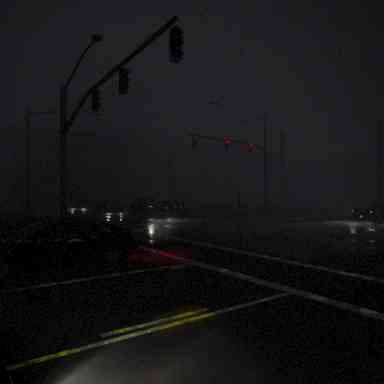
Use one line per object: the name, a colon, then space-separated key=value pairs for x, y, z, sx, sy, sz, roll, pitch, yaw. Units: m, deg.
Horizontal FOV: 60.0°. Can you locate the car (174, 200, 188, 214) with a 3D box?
car: x=-2.455 y=1.547 z=34.316 sx=2.033 sy=1.411 sz=5.357 roll=0 pitch=0 yaw=-33

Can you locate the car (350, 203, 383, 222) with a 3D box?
car: x=14.587 y=1.545 z=26.205 sx=4.718 sy=1.301 sz=1.895 roll=0 pitch=0 yaw=-33

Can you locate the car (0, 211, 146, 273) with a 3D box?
car: x=-4.039 y=1.505 z=9.665 sx=4.892 sy=1.490 sz=1.837 roll=0 pitch=0 yaw=-34

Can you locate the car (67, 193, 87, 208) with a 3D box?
car: x=-17.194 y=1.224 z=49.334 sx=2.150 sy=2.045 sz=5.566 roll=0 pitch=0 yaw=-28

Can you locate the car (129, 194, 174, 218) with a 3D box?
car: x=-3.989 y=1.352 z=30.491 sx=2.097 sy=1.767 sz=4.553 roll=0 pitch=0 yaw=-36

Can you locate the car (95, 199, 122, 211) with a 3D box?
car: x=-9.767 y=1.526 z=38.500 sx=1.812 sy=1.442 sz=4.674 roll=0 pitch=0 yaw=-36

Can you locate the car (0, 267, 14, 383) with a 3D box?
car: x=-3.602 y=1.547 z=1.239 sx=5.357 sy=1.411 sz=2.033 roll=0 pitch=0 yaw=-35
